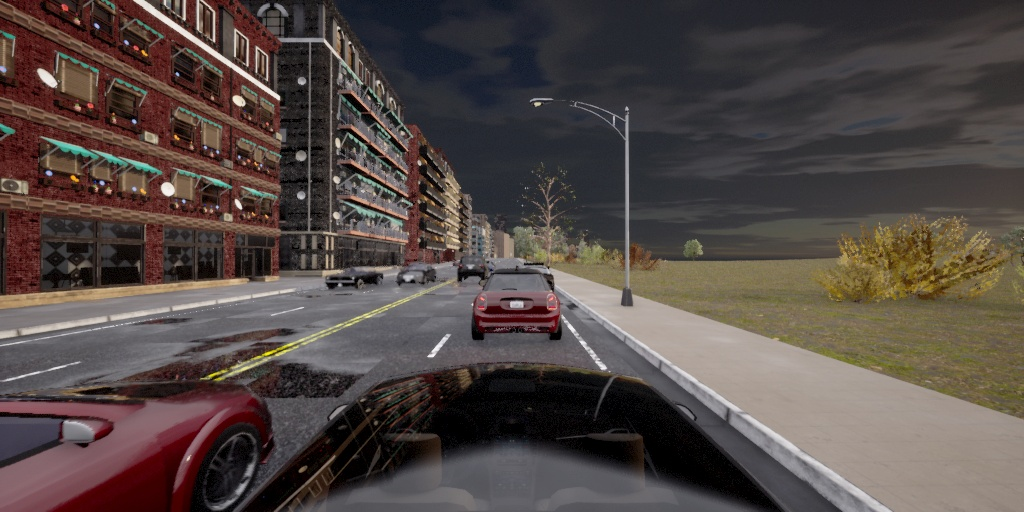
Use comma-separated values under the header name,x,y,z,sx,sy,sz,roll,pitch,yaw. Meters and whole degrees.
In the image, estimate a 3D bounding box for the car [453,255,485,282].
name,x,y,z,sx,sy,sz,roll,pitch,yaw
car,-3.086,0.972,29.364,2.150,2.045,5.566,0,0,0

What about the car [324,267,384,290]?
name,x,y,z,sx,sy,sz,roll,pitch,yaw
car,-9.802,1.353,22.638,1.895,1.301,4.718,0,0,0

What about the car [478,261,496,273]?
name,x,y,z,sx,sy,sz,roll,pitch,yaw
car,-3.044,1.315,44.857,1.994,1.385,4.181,0,0,0

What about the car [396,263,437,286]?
name,x,y,z,sx,sy,sz,roll,pitch,yaw
car,-6.546,1.244,25.021,2.128,1.511,4.902,0,0,0

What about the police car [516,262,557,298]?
name,x,y,z,sx,sy,sz,roll,pitch,yaw
police car,1.178,1.177,19.604,1.930,1.638,5.238,0,0,0

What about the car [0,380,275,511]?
name,x,y,z,sx,sy,sz,roll,pitch,yaw
car,-3.153,1.313,1.535,1.994,1.385,4.181,0,0,0

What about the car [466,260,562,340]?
name,x,y,z,sx,sy,sz,roll,pitch,yaw
car,0.114,1.103,10.109,2.097,1.767,4.553,0,0,0
